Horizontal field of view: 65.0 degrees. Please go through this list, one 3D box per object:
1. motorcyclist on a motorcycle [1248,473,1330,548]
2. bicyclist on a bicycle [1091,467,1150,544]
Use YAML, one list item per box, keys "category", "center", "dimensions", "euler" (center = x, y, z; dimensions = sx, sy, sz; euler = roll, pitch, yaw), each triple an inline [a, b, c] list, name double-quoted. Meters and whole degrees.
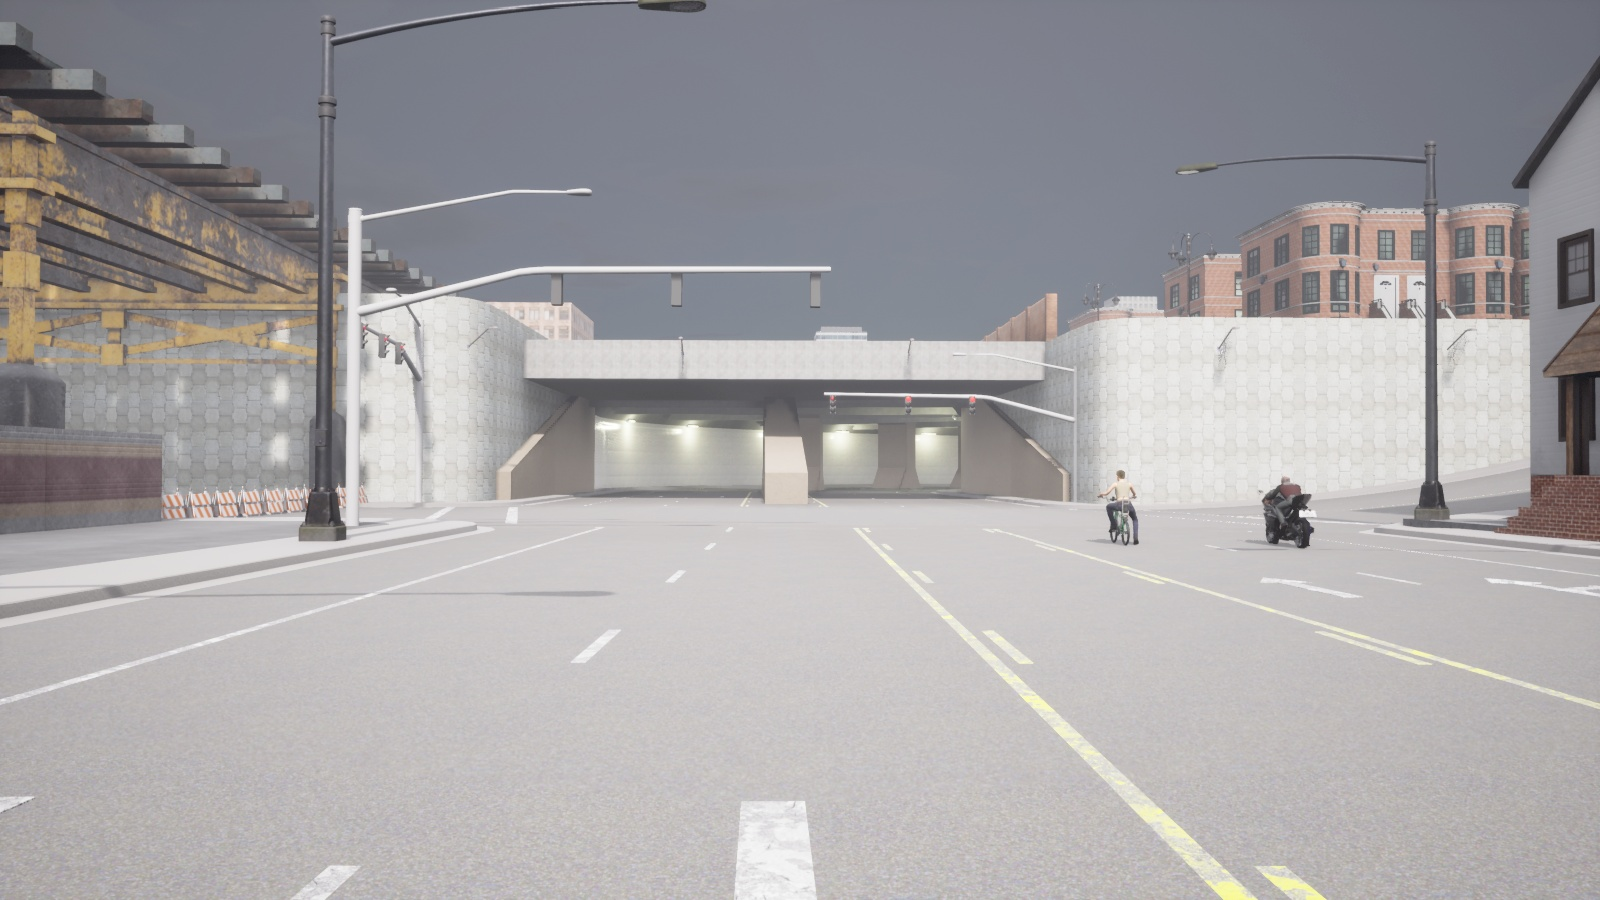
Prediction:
- category: "motorcyclist on a motorcycle"
  center: [10.422, 1.258, 26.853]
  dimensions: [0.866, 1.530, 2.191]
  euler: [0, -1, 0]
- category: "bicyclist on a bicycle"
  center: [6.927, 1.179, 27.175]
  dimensions: [0.866, 1.612, 1.509]
  euler: [0, -1, -1]
